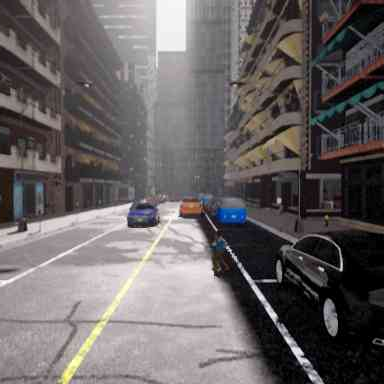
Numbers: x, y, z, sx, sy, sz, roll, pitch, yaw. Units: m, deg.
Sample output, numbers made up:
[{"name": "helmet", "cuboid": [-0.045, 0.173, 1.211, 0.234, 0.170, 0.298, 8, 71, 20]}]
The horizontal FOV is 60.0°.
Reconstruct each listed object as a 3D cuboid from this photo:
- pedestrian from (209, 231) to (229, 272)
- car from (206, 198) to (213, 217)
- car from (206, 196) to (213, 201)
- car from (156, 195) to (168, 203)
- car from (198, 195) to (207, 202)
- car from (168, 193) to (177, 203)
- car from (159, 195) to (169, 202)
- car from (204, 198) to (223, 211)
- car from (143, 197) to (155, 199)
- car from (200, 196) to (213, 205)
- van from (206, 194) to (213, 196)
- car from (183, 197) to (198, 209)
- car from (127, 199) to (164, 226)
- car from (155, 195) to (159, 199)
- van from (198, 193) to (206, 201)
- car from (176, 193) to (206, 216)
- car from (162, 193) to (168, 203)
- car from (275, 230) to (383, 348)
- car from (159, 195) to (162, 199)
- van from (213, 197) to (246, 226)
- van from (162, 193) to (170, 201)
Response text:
[{"name": "pedestrian", "cuboid": [0.784, 1.651, 9.194, 0.500, 1.100, 0.500, -1, 1, -3]}, {"name": "car", "cuboid": [2.529, 1.478, 27.975, 2.008, 1.369, 4.403, -1, 0, 0]}, {"name": "car", "cuboid": [2.498, 1.458, 33.577, 1.887, 1.381, 4.507, -1, 0, 0]}, {"name": "car", "cuboid": [-6.067, 1.397, 67.170, 1.947, 1.339, 4.313, -1, 0, 0]}, {"name": "car", "cuboid": [2.282, 1.343, 72.960, 1.752, 1.417, 4.829, -1, 0, 0]}, {"name": "car", "cuboid": [-3.356, 1.317, 65.412, 1.882, 1.535, 5.008, 0, 0, 0]}, {"name": "car", "cuboid": [-6.098, 1.369, 72.773, 2.008, 1.369, 4.403, -1, 0, 0]}, {"name": "car", "cuboid": [2.467, 1.465, 39.178, 1.947, 1.339, 4.313, -1, 0, 0]}, {"name": "car", "cuboid": [-5.913, 1.464, 39.161, 1.947, 1.339, 4.313, -1, 0, 0]}, {"name": "car", "cuboid": [2.375, 1.409, 55.985, 2.008, 1.369, 4.403, -1, 0, 0]}, {"name": "van", "cuboid": [2.403, 1.212, 50.382, 1.690, 1.788, 3.998, -1, 0, 0]}, {"name": "car", "cuboid": [-0.165, 1.389, 44.376, 1.837, 1.490, 4.892, 0, 0, 0]}, {"name": "car", "cuboid": [-3.233, 1.465, 22.940, 1.812, 1.442, 4.674, 0, 0, 0]}, {"name": "car", "cuboid": [-5.944, 1.429, 44.764, 1.887, 1.381, 4.507, -1, 0, 0]}, {"name": "van", "cuboid": [2.249, 1.147, 78.391, 1.690, 1.788, 3.998, -1, 0, 0]}, {"name": "car", "cuboid": [-0.085, 1.270, 31.121, 2.097, 1.767, 4.553, 0, 0, 0]}, {"name": "car", "cuboid": [-6.038, 1.284, 61.569, 1.967, 1.590, 4.097, -1, 0, 0]}, {"name": "car", "cuboid": [2.967, 1.488, 6.379, 1.837, 1.490, 4.892, 0, 0, 0]}, {"name": "car", "cuboid": [-5.974, 1.453, 50.365, 1.802, 1.307, 4.206, -1, 0, 0]}, {"name": "van", "cuboid": [2.556, 1.283, 22.373, 1.690, 1.788, 3.998, -1, 0, 0]}, {"name": "van", "cuboid": [-6.131, 1.146, 78.374, 1.690, 1.788, 3.998, -1, 0, 0]}]
